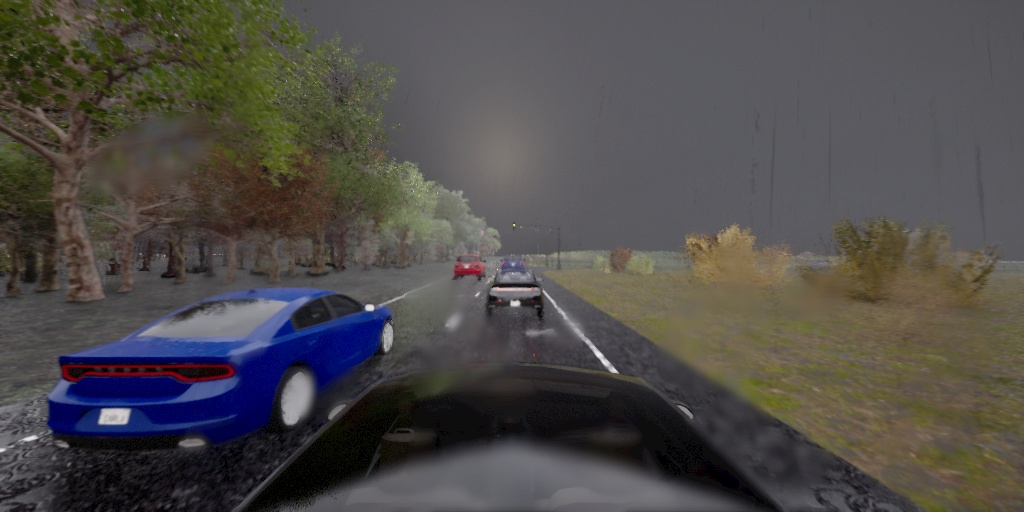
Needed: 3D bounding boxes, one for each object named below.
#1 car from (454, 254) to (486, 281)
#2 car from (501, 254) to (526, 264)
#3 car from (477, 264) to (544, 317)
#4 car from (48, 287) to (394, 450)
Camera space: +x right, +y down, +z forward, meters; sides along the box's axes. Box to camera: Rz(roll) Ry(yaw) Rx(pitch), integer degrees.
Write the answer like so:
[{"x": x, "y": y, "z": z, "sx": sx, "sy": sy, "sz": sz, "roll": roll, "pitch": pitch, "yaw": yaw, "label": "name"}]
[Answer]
[{"x": -3.396, "y": 0.895, "z": 29.452, "sx": 2.150, "sy": 2.045, "sz": 5.566, "roll": 0, "pitch": 0, "yaw": 0, "label": "car"}, {"x": 0.105, "y": 0.878, "z": 33.896, "sx": 2.150, "sy": 2.045, "sz": 5.566, "roll": 0, "pitch": -1, "yaw": 0, "label": "car"}, {"x": 0.101, "y": 1.210, "z": 13.049, "sx": 2.128, "sy": 1.511, "sz": 4.902, "roll": 0, "pitch": 0, "yaw": 0, "label": "car"}, {"x": -3.399, "y": 1.218, "z": 5.543, "sx": 1.882, "sy": 1.535, "sz": 5.008, "roll": 0, "pitch": 0, "yaw": 0, "label": "car"}]
